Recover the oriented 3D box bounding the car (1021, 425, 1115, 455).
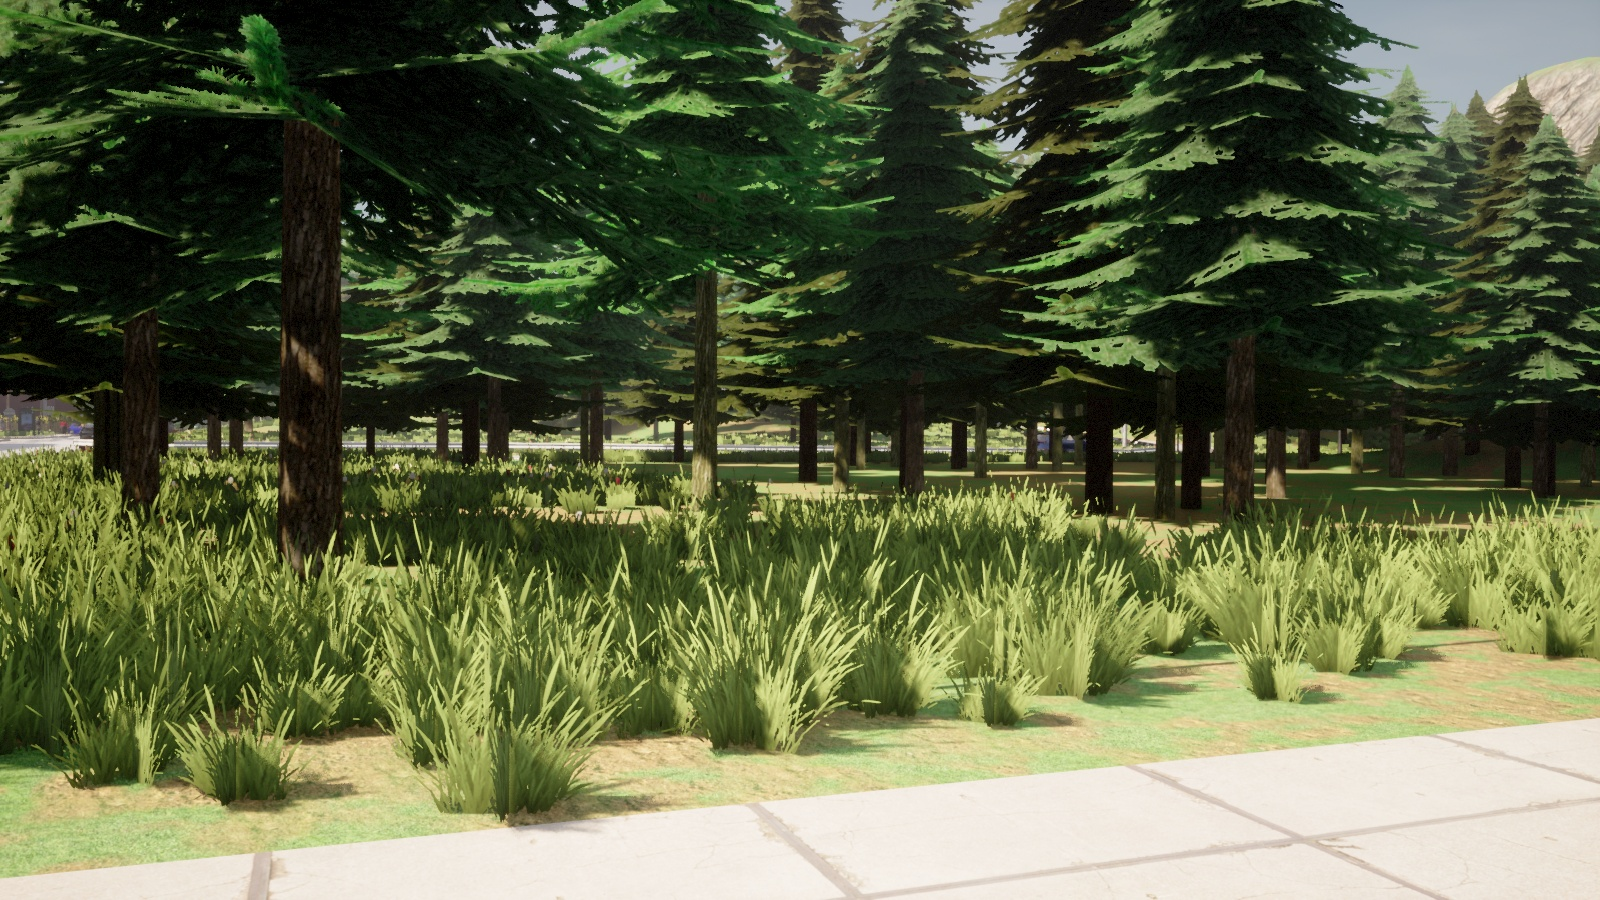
[{"bbox_3d":[15.093,-0.577,70.702,4.856,1.649,2.033,-1,1,-22],"label":"car"}]
